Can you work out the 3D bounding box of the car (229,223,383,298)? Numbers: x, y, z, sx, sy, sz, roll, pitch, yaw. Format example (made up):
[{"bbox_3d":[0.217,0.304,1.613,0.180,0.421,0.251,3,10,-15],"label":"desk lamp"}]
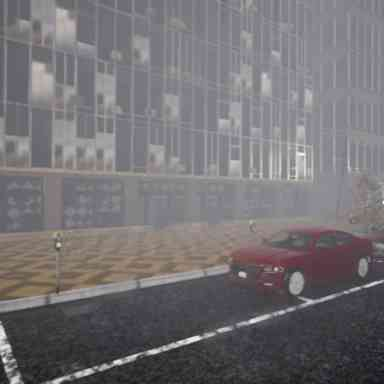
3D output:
[{"bbox_3d":[2.954,1.594,8.662,4.507,1.381,1.887,0,0,-35],"label":"car"}]
